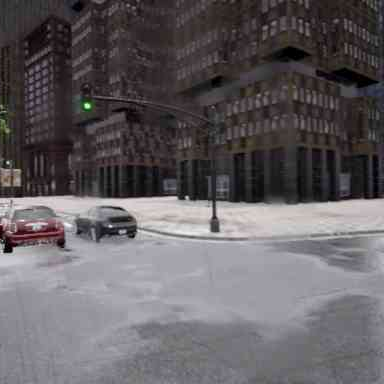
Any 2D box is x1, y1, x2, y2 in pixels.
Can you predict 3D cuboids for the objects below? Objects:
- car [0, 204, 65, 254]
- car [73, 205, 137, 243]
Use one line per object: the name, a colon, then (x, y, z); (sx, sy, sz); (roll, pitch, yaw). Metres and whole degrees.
car: (-6.887, 1.320, 13.990); (2.097, 1.767, 4.553); (-1, 1, -34)
car: (-4.270, 1.410, 15.943); (1.837, 1.490, 4.892); (-1, 1, -34)
